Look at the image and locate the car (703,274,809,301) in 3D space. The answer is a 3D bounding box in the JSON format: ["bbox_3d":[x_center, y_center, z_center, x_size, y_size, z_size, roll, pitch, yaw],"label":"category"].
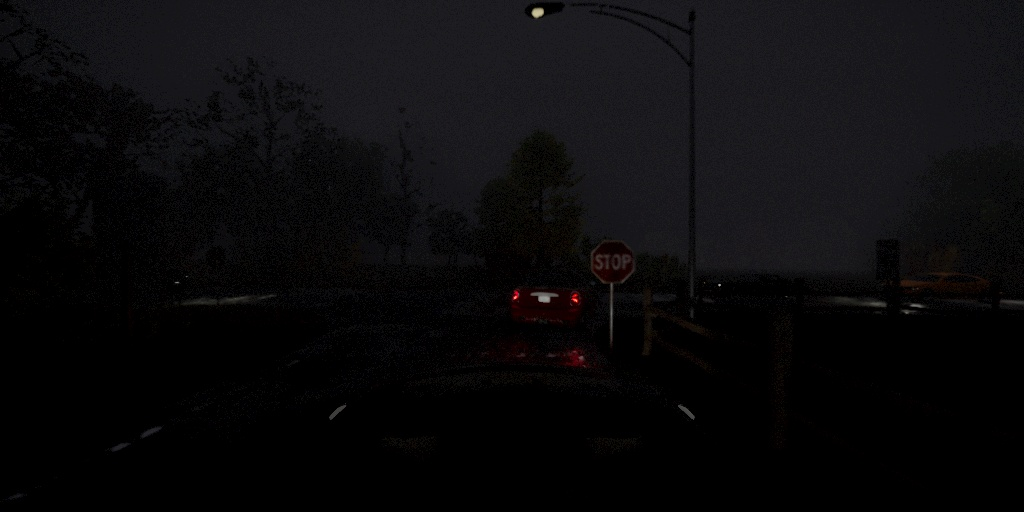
[{"bbox_3d":[12.817,1.607,19.151,4.718,1.301,1.895,1,1,0],"label":"car"}]

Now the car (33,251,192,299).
[{"bbox_3d":[-17.836,0.828,16.136,5.566,2.045,2.150,1,1,0],"label":"car"}]

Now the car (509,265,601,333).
[{"bbox_3d":[1.506,1.152,11.259,2.097,1.767,4.553,1,0,18],"label":"car"}]

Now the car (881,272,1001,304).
[{"bbox_3d":[22.718,1.625,19.137,5.008,1.535,1.882,1,1,0],"label":"car"}]
